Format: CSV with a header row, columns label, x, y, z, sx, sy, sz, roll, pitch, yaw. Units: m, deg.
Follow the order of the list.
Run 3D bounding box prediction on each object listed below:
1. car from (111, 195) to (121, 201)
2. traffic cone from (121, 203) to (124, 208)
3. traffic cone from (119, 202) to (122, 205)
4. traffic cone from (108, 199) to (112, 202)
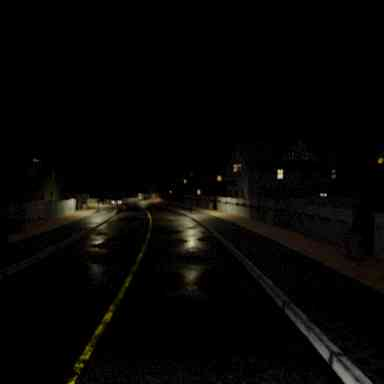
label,x,y,z,sx,sy,sz,roll,pitch,yaw
car,-18.018,1.476,79.018,1.895,1.301,4.718,-1,0,-20
traffic cone,-8.457,1.863,41.422,0.340,0.580,0.340,0,0,-12
traffic cone,-9.568,1.858,46.236,0.340,0.580,0.340,0,0,-14
traffic cone,-16.874,1.854,69.822,0.340,0.580,0.340,-1,0,-21
